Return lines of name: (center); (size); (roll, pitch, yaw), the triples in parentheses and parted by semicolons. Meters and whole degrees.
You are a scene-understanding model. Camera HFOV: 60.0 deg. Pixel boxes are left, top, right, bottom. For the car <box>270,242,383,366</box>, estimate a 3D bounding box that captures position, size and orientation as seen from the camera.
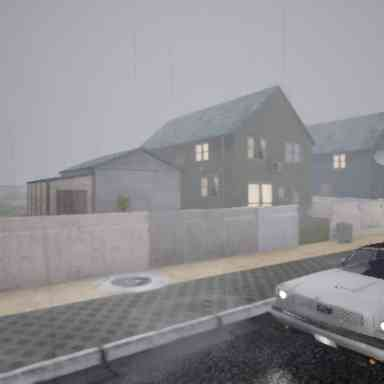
car: (3.497, 1.590, 5.560); (4.718, 1.301, 1.895); (0, 0, -36)
